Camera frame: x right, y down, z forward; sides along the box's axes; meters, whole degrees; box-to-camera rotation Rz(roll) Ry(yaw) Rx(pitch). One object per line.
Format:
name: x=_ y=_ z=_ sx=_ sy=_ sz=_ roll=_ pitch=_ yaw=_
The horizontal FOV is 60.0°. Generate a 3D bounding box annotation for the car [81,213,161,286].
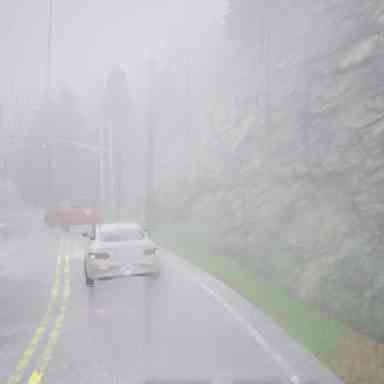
car: x=-2.131 y=1.548 z=9.571 sx=1.812 sy=1.442 sz=4.674 roll=-2 pitch=0 yaw=-18

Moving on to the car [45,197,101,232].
car: x=-7.890 y=1.387 z=21.909 sx=2.150 sy=2.045 sz=5.566 roll=-1 pitch=0 yaw=-38
